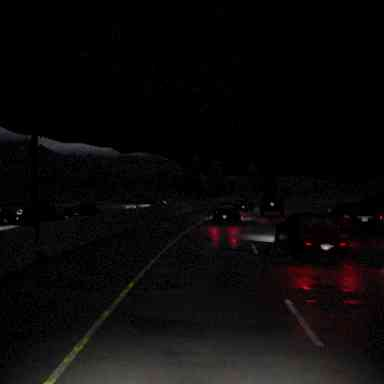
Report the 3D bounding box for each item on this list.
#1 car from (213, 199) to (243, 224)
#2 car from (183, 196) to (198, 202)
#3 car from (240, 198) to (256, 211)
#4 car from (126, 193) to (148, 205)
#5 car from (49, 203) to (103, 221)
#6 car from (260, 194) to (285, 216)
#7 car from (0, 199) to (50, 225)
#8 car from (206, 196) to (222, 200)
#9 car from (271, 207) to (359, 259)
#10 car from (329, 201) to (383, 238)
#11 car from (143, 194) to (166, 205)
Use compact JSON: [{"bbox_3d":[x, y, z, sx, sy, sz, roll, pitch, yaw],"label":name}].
[{"bbox_3d":[2.639,1.519,24.936,1.812,1.442,4.674,0,0,10],"label":"car"},{"bbox_3d":[-0.016,1.449,63.235,1.882,1.535,5.008,0,0,24],"label":"car"},{"bbox_3d":[6.693,1.499,41.109,1.837,1.490,4.892,0,0,17],"label":"car"},{"bbox_3d":[-9.497,1.178,58.831,2.150,2.045,5.566,0,0,22],"label":"car"},{"bbox_3d":[-8.255,1.539,24.681,1.994,1.385,4.181,0,0,10],"label":"car"},{"bbox_3d":[7.774,1.220,32.208,2.150,2.045,5.566,0,0,14],"label":"car"},{"bbox_3d":[-11.906,1.322,24.105,2.097,1.767,4.553,0,0,10],"label":"car"},{"bbox_3d":[4.284,1.525,64.154,2.033,1.411,5.357,0,0,25],"label":"car"},{"bbox_3d":[4.379,1.527,12.634,1.812,1.442,4.674,0,0,5],"label":"car"},{"bbox_3d":[8.589,1.358,18.077,2.097,1.767,4.553,0,0,8],"label":"car"},{"bbox_3d":[-6.145,1.528,57.745,1.994,1.385,4.181,0,0,22],"label":"car"}]
